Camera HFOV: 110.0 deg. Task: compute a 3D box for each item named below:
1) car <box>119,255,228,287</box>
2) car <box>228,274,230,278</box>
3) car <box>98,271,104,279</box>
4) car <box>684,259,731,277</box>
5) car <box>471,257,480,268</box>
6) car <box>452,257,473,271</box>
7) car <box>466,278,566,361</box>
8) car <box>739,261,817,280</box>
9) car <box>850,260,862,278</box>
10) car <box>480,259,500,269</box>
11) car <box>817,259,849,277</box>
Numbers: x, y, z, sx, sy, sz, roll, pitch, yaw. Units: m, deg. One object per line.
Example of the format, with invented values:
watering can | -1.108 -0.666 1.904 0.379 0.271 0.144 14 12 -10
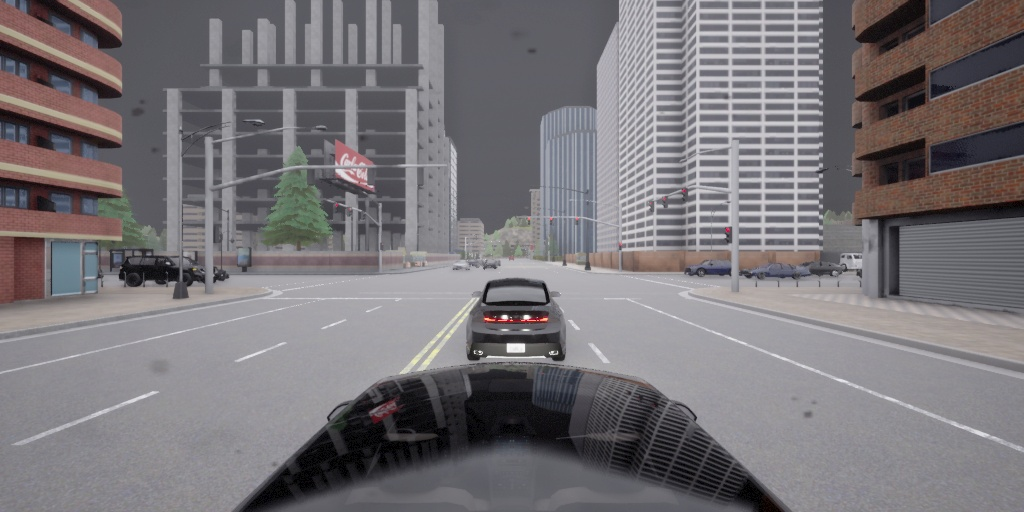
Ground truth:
car | -22.808 0.972 24.015 5.566 2.045 2.150 0 0 0
car | -24.285 1.314 27.515 4.181 1.385 1.994 0 0 0
car | -34.871 1.297 27.514 5.357 1.411 2.033 0 0 0
car | 19.222 1.102 34.728 4.553 1.767 2.097 0 0 0
car | -6.762 1.297 62.254 2.033 1.411 5.357 0 0 1
car | -6.858 1.276 48.456 1.812 1.442 4.674 0 0 0
car | 0.095 1.255 8.268 1.837 1.490 4.892 0 0 1
car | 22.812 1.297 31.229 5.357 1.411 2.033 0 0 0
car | 32.724 1.314 31.217 4.181 1.385 1.994 0 0 0
car | -3.321 1.228 54.901 1.882 1.535 5.008 0 0 0
car | 29.072 1.254 34.721 4.892 1.490 1.837 0 0 0
